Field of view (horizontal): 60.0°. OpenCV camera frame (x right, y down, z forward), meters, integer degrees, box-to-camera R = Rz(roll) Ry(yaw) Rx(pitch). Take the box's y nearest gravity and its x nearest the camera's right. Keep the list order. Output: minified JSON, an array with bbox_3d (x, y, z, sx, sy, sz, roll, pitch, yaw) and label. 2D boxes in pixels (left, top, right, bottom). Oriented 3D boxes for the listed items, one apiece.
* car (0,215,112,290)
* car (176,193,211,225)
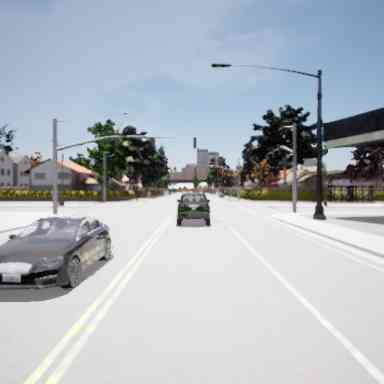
[{"bbox_3d":[-3.540,1.423,9.027,2.128,1.511,4.902,0,0,1],"label":"car"},{"bbox_3d":[0.103,1.051,22.501,2.150,2.045,5.566,0,0,0],"label":"car"}]
